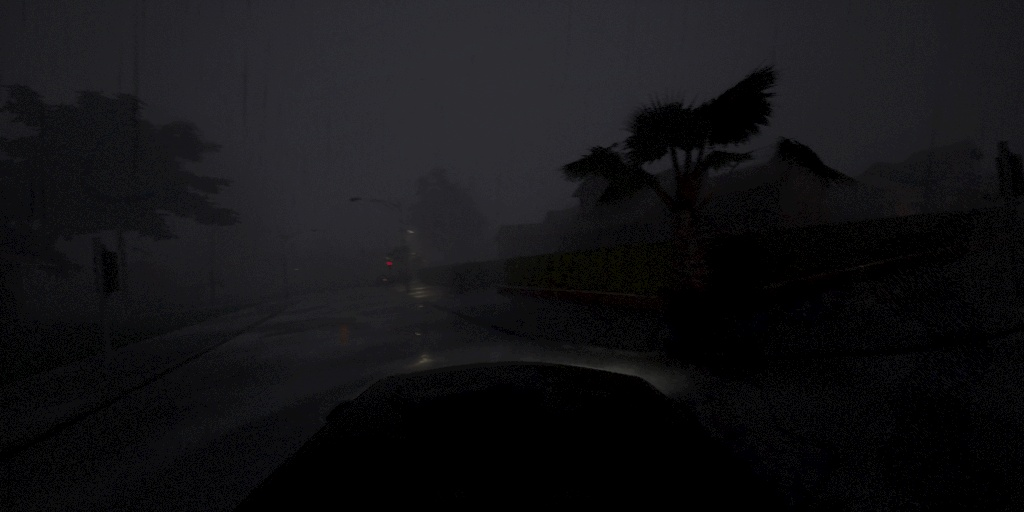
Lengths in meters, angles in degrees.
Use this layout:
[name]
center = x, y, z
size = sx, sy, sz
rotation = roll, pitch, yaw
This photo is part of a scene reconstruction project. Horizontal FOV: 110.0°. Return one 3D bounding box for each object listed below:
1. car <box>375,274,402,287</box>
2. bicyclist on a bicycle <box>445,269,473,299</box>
[car]
center = -16.675, 3.222, 49.755
size = 2.097, 1.767, 4.553
rotation = -5, 0, 25
[bicyclist on a bicycle]
center = -3.049, 1.557, 20.364
size = 1.656, 1.620, 0.582
rotation = -5, -1, -24
